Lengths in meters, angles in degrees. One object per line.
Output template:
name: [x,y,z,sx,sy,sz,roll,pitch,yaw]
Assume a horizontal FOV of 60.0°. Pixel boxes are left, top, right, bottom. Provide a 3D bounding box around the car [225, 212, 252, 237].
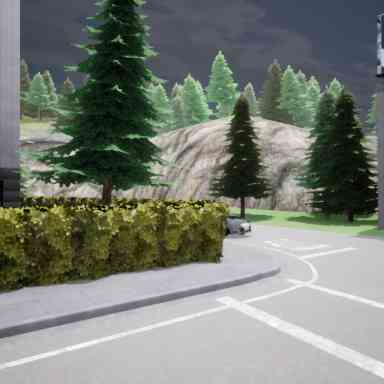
car: [1.221,1.668,19.335,2.128,1.511,4.902,0,0,-42]
